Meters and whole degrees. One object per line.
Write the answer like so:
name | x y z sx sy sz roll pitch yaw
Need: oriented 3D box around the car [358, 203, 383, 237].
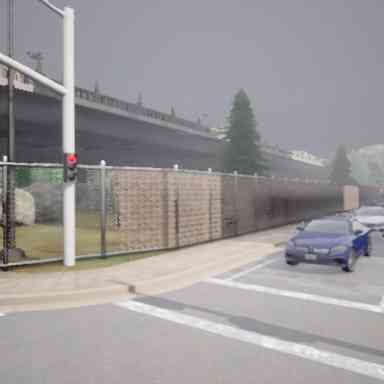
car | 9.801 1.539 18.155 1.812 1.442 4.674 -1 0 36

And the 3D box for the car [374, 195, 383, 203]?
car | 16.514 1.241 27.491 2.150 2.045 5.566 -1 0 36

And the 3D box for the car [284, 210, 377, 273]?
car | 4.651 1.534 11.030 1.812 1.442 4.674 -1 0 37
